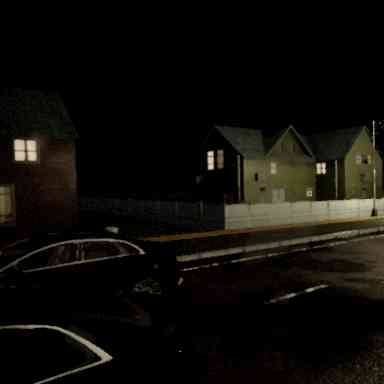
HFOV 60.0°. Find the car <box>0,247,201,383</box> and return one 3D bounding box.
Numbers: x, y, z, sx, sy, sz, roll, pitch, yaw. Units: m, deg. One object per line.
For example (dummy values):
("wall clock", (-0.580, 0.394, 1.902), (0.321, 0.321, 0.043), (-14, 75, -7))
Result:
("car", (-2.203, 1.510, 2.113), (4.892, 1.490, 1.837), (-1, 0, -36))

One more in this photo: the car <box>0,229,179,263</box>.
("car", (-2.483, 1.481, 5.906), (4.902, 1.511, 2.128), (-1, 0, -36))
